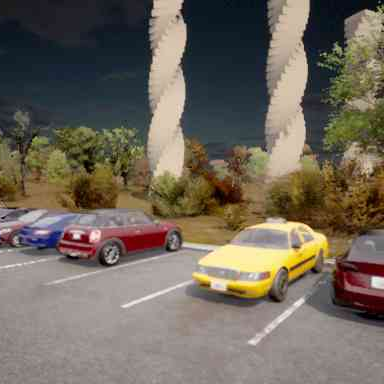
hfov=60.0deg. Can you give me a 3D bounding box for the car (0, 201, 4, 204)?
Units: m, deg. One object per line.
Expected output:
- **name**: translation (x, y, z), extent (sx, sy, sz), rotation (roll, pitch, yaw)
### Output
- **car**: translation (-11.263, 1.497, 18.436), extent (2.163, 1.488, 4.792), rotation (0, 0, 35)

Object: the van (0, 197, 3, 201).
- **van**: translation (-13.452, 1.227, 20.104), extent (1.878, 1.987, 4.442), rotation (1, 0, 36)

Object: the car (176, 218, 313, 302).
- **car**: translation (2.069, 1.487, 8.661), extent (1.946, 1.575, 5.366), rotation (0, 0, 36)

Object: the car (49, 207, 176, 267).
- **car**: translation (-2.322, 1.374, 11.983), extent (2.185, 1.767, 4.553), rotation (0, 0, 35)

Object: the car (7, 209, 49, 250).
- **car**: translation (-4.554, 1.535, 13.610), extent (2.002, 1.452, 4.674), rotation (0, 0, 36)

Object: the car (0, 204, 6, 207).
- **car**: translation (-9.057, 1.512, 16.789), extent (2.163, 1.488, 4.792), rotation (0, 0, 36)

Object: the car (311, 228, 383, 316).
- **car**: translation (4.440, 1.512, 7.233), extent (2.163, 1.488, 4.792), rotation (0, 0, 36)

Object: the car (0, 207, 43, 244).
- **car**: translation (-6.792, 1.530, 15.213), extent (2.002, 1.452, 4.674), rotation (0, 0, 36)
